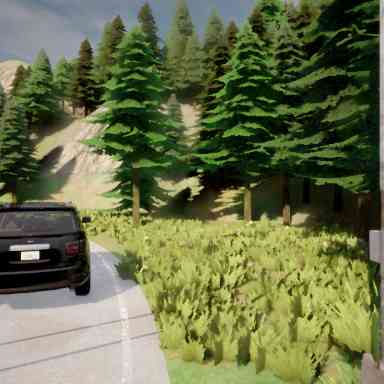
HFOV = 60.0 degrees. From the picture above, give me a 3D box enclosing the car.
[{"bbox_3d":[-3.807,1.245,8.497,2.150,2.045,5.566,0,0,-20],"label":"car"}]
